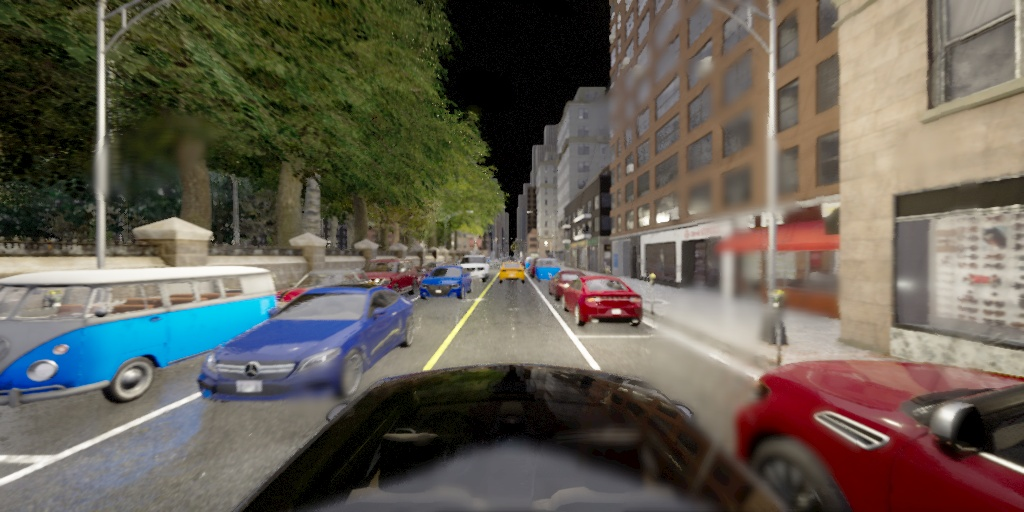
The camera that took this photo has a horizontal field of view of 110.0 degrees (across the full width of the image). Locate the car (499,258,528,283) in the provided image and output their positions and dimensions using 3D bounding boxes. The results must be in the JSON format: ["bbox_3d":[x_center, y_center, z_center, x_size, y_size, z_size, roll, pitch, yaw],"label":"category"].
[{"bbox_3d":[0.020,1.199,27.971,1.882,1.535,5.008,0,0,0],"label":"car"}]

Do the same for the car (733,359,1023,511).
[{"bbox_3d":[2.668,1.066,0.588,2.192,1.841,5.009,0,0,0],"label":"car"}]

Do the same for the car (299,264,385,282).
[{"bbox_3d":[-5.858,1.179,11.420,1.967,1.591,4.097,0,0,0],"label":"car"}]

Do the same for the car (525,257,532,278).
[{"bbox_3d":[2.668,1.030,33.038,2.192,1.841,5.009,0,0,0],"label":"car"}]

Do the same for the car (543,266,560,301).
[{"bbox_3d":[2.668,1.316,16.813,1.802,1.307,4.207,0,0,0],"label":"car"}]

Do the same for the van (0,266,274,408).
[{"bbox_3d":[-5.857,1.086,6.012,1.690,1.789,3.998,0,0,0],"label":"van"}]

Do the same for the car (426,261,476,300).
[{"bbox_3d":[-3.088,1.210,17.591,1.882,1.535,5.008,0,0,0],"label":"car"}]

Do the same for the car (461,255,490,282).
[{"bbox_3d":[-3.000,0.928,28.548,2.150,2.045,5.566,0,0,0],"label":"car"}]

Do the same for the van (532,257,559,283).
[{"bbox_3d":[2.668,1.062,27.629,1.690,1.789,3.998,0,0,0],"label":"van"}]

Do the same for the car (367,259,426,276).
[{"bbox_3d":[-5.858,1.048,16.827,2.192,1.841,5.009,0,0,0],"label":"car"}]

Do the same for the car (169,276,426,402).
[{"bbox_3d":[-3.100,1.270,6.544,1.812,1.442,4.674,0,0,0],"label":"car"}]

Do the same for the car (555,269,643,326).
[{"bbox_3d":[2.668,1.285,11.404,1.888,1.381,4.507,0,0,0],"label":"car"}]
